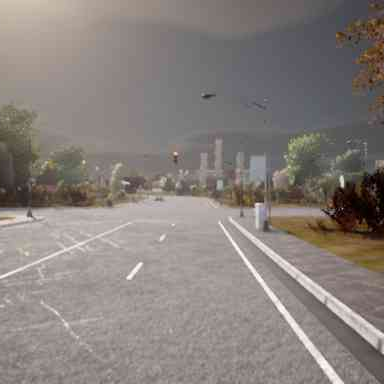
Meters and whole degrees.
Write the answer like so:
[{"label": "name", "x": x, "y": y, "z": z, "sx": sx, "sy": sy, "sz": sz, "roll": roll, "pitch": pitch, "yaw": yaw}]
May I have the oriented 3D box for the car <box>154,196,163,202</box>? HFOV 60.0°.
[{"label": "car", "x": -8.743, "y": 1.815, "z": 87.415, "sx": 1.994, "sy": 1.385, "sz": 4.181, "roll": 0, "pitch": 1, "yaw": 1}]
